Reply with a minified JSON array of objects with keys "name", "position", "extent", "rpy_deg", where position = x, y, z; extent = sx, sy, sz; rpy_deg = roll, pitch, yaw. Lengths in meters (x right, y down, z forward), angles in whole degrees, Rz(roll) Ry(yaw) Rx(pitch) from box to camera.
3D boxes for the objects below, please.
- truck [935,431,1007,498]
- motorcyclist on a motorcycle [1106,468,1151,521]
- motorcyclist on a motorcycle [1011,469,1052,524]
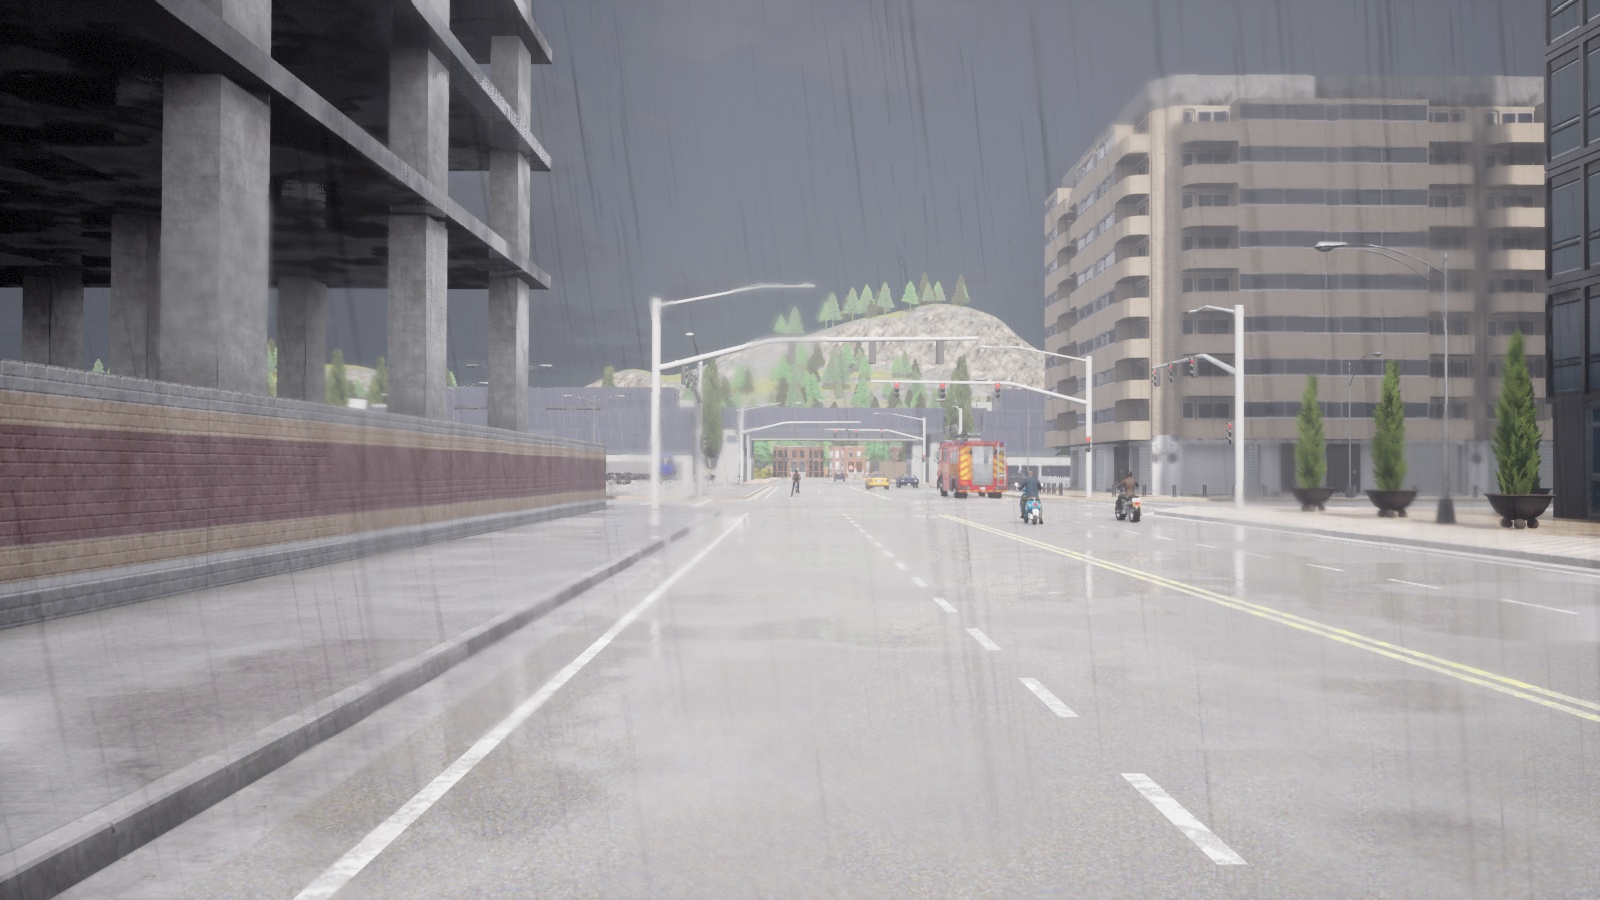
[{"name":"truck","position":[10.332,0.893,76.682],"extent":[2.891,3.827,8.468],"rpy_deg":[0,-1,-2]},{"name":"motorcyclist on a motorcycle","position":[10.392,1.390,39.816],"extent":[0.766,1.649,2.350],"rpy_deg":[0,-1,0]},{"name":"motorcyclist on a motorcycle","position":[6.898,1.369,37.519],"extent":[0.866,1.590,1.817],"rpy_deg":[0,-1,0]}]
